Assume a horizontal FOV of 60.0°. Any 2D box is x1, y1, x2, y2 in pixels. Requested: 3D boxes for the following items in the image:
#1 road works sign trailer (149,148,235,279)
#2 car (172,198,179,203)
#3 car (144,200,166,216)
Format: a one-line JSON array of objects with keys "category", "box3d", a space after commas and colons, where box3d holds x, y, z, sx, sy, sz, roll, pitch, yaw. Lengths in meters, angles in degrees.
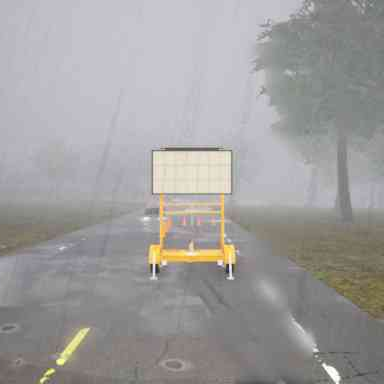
[{"category": "road works sign trailer", "box3d": [0.002, 0.478, 10.019, 2.380, 3.560, 2.880, 0, 0, 0]}, {"category": "car", "box3d": [-4.379, 2.378, 87.773, 1.812, 1.442, 4.674, 0, -1, -1]}, {"category": "car", "box3d": [-3.715, 1.607, 34.164, 1.882, 1.535, 5.008, 0, 0, 0]}]
